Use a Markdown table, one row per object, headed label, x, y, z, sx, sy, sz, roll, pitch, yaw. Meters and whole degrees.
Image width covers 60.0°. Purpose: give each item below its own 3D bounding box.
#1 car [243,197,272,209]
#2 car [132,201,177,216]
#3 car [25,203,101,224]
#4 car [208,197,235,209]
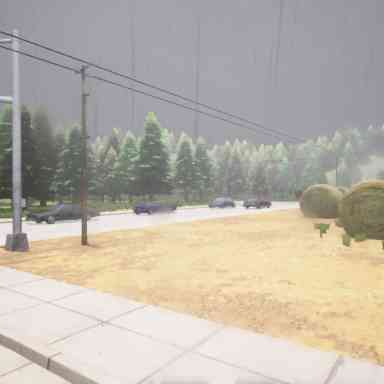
| label | x | y | z | sx | sy | sz | roll | pitch | yaw |
| --- | --- | --- | --- | --- | --- | --- | --- | --- | --- |
| car | 8.502 | 1.413 | 43.083 | 2.033 | 1.411 | 5.357 | 0 | 0 | 37 |
| car | -3.638 | 1.556 | 32.931 | 1.895 | 1.301 | 4.718 | 0 | 0 | 37 |
| car | -9.513 | 1.554 | 25.021 | 2.033 | 1.411 | 5.357 | 0 | 0 | 37 |
| car | 3.943 | 1.415 | 43.106 | 1.812 | 1.442 | 4.674 | 0 | 0 | 37 |
